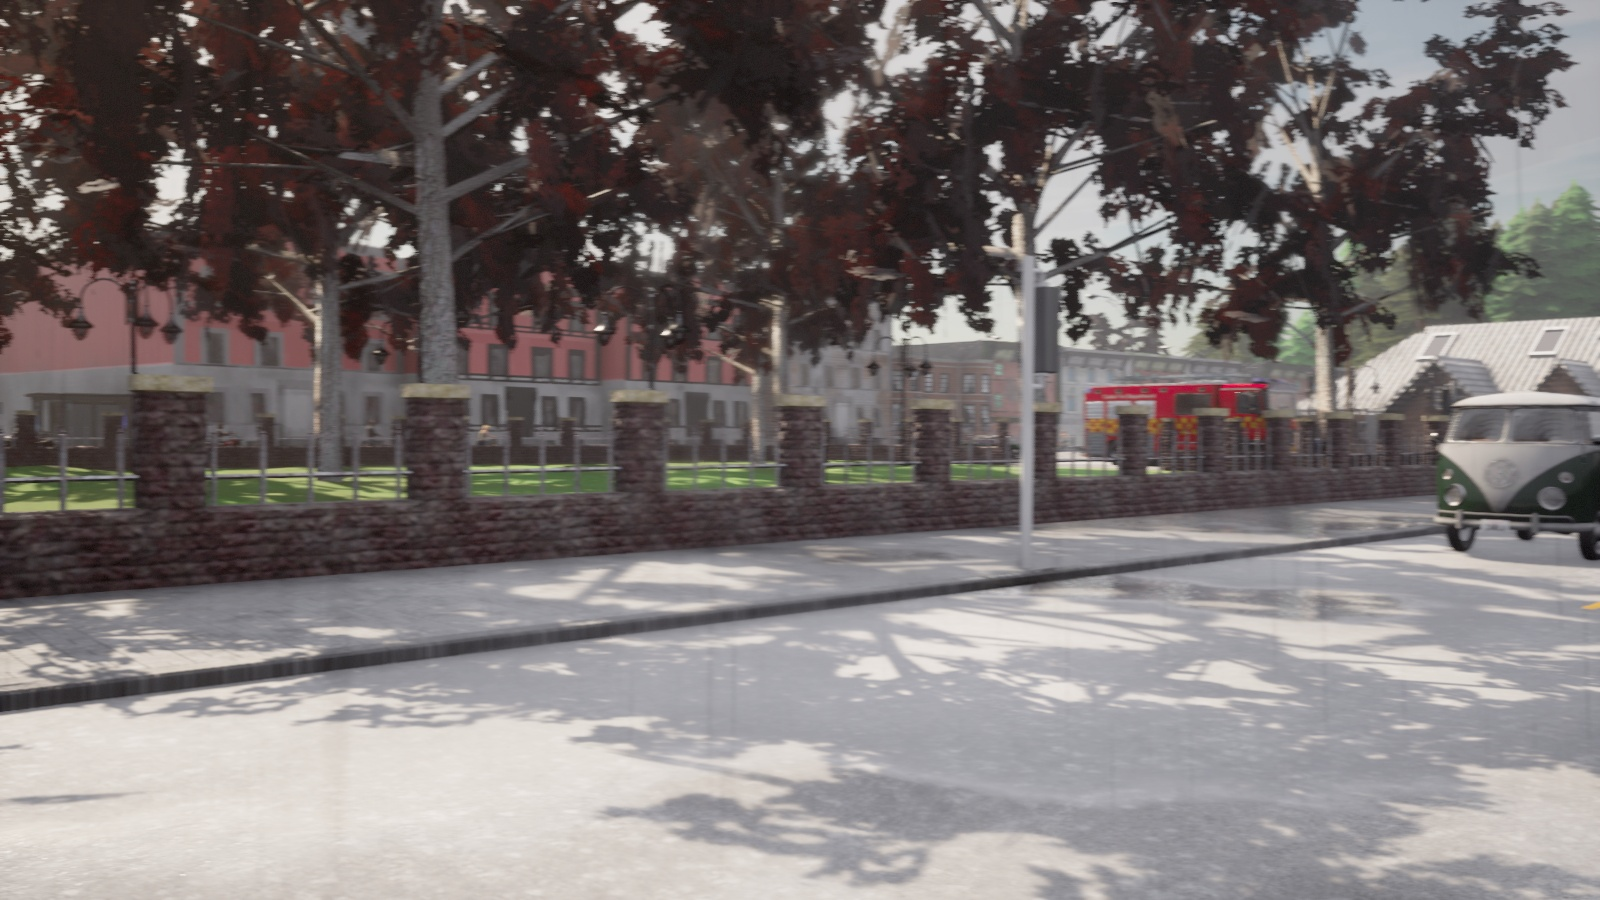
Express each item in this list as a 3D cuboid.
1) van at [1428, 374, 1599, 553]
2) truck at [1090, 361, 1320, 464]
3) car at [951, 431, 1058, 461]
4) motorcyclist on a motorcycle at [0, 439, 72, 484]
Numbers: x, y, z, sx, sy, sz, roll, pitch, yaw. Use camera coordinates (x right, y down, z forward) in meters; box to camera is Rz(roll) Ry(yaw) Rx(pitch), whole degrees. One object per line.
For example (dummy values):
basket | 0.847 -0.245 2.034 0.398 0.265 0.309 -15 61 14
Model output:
van | 9.832 0.109 16.114 4.442 1.987 1.775 -2 1 -44
truck | 16.083 -1.432 50.477 2.891 3.827 8.468 -2 1 -43
car | 9.384 -0.207 58.004 1.895 1.301 4.718 -2 1 -42
motorcyclist on a motorcycle | -26.880 0.379 44.019 2.191 1.530 0.866 -1 1 -42
